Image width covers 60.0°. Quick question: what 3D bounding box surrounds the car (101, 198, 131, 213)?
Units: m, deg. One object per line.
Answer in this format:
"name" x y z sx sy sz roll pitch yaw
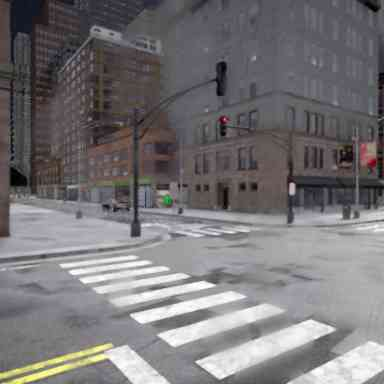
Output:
"car" -8.245 1.415 35.736 2.128 1.511 4.902 0 0 -35
